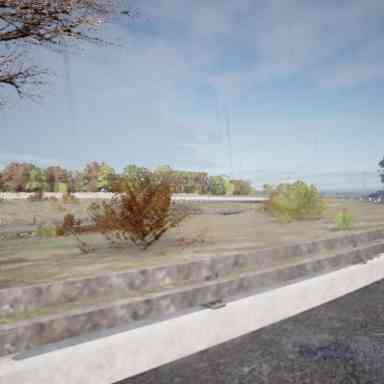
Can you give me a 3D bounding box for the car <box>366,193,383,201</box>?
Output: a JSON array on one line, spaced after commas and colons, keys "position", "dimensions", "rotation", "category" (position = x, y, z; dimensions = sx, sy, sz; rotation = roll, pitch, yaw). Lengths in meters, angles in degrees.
[{"position": [44.287, 1.212, 80.172], "dimensions": [2.150, 2.045, 5.566], "rotation": [0, 0, 1], "category": "car"}]
